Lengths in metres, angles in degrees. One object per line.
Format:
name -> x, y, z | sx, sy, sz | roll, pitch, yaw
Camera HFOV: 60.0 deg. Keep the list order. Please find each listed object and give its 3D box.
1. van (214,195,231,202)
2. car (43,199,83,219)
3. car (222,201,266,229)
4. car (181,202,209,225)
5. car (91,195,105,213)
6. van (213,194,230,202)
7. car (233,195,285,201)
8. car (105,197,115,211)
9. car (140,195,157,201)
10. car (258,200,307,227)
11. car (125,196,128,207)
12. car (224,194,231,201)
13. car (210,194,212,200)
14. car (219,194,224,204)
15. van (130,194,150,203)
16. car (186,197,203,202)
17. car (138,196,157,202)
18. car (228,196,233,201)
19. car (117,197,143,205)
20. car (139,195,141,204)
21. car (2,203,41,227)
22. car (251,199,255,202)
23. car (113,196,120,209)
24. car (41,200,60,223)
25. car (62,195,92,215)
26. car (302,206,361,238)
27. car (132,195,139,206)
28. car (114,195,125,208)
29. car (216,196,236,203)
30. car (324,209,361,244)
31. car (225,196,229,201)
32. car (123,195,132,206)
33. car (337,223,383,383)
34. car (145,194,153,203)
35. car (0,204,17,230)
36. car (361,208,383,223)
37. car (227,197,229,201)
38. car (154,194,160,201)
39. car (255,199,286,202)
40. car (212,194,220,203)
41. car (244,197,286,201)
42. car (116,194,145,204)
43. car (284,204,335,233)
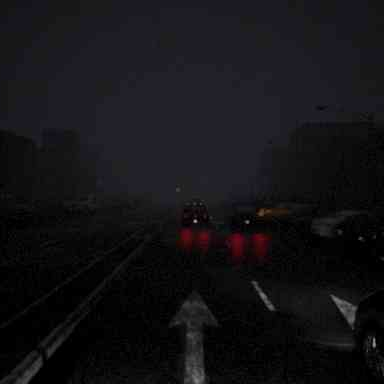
van -> 7.908, 1.655, 86.581 | 4.442, 1.987, 1.878 | 0, 0, 0
car -> -12.539, 1.587, 29.442 | 4.674, 1.452, 2.002 | 0, 0, 0
car -> 3.223, 1.559, 21.619 | 1.812, 1.442, 4.674 | 0, 0, 0
car -> 0.236, 1.642, 24.150 | 1.895, 1.301, 4.718 | 0, 0, 0
car -> -12.526, 1.320, 35.127 | 5.566, 2.045, 2.435 | 0, 0, 0
van -> 8.163, 1.677, 92.096 | 4.442, 1.987, 1.878 | 0, 0, 0
car -> 7.803, 1.331, 36.943 | 5.566, 2.045, 2.435 | 0, 0, 0
car -> -12.425, 1.629, 40.685 | 4.792, 1.488, 2.163 | 0, 0, 0
car -> -12.197, 1.755, 93.484 | 4.553, 1.767, 2.185 | 0, 0, 0
car -> 7.587, 1.515, 23.153 | 5.366, 1.575, 1.946 | 0, 0, 0
car -> -12.418, 1.677, 49.020 | 4.792, 1.488, 2.163 | 0, 0, 0
car -> 7.865, 1.571, 53.486 | 4.553, 1.767, 2.185 | 0, 0, 0
car -> 8.043, 1.619, 83.823 | 5.566, 2.045, 2.435 | 0, 0, 0
car -> 7.878, 1.465, 56.245 | 5.566, 2.045, 2.435 | 0, 0, 0
van -> -12.348, 1.590, 79.589 | 4.442, 1.987, 1.878 | 0, 0, 0
car -> 0.310, 1.486, 41.925 | 2.097, 1.767, 4.553 | 0, 0, 0
car -> -12.173, 1.868, 90.704 | 5.008, 1.535, 2.097 | 0, 0, 0
car -> 7.858, 1.636, 45.213 | 5.008, 1.535, 2.097 | 0, 0, 0
car -> -12.267, 1.774, 65.689 | 4.792, 1.488, 2.163 | 0, 0, 0
car -> -12.316, 1.714, 60.130 | 4.892, 1.521, 2.231 | 0, 0, 0
car -> -12.635, 1.547, 21.107 | 4.792, 1.488, 2.163 | 0, 0, 0
car -> 7.828, 1.570, 28.670 | 4.792, 1.488, 2.163 | 0, 0, 0
car -> -12.403, 1.645, 43.462 | 4.792, 1.488, 2.163 | 0, 0, 0
car -> -12.592, 1.528, 23.887 | 4.892, 1.521, 2.231 | 0, 0, 0
car -> -12.551, 1.433, 32.313 | 4.553, 1.767, 2.185 | 0, 0, 0
car -> 7.722, 1.535, 14.917 | 4.674, 1.452, 2.002 | 0, 0, 0
car -> -12.340, 1.697, 57.351 | 5.008, 1.535, 2.097 | 0, 0, 0
car -> -12.596, 1.628, 46.244 | 5.366, 1.575, 1.946 | 0, 0, 0
car -> 8.023, 1.720, 78.183 | 4.553, 1.767, 2.185 | 0, 0, 0
car -> 7.737, 1.518, 12.123 | 4.792, 1.488, 2.163 | 0, 0, 0
car -> 7.883, 1.717, 50.857 | 4.674, 1.452, 2.002 | 0, 0, 0
car -> -12.374, 1.664, 51.675 | 5.008, 1.535, 2.097 | 0, 0, 0
car -> 3.111, 1.352, 2.396 | 2.097, 1.767, 4.553 | 0, 0, 0
car -> -12.238, 1.803, 76.807 | 4.892, 1.521, 2.231 | 0, 0, 0
car -> -12.625, 1.550, 18.328 | 4.674, 1.452, 2.002 | 0, 0, 0
car -> 7.661, 1.360, 9.367 | 4.553, 1.767, 2.185 | 0, 0, 0
car -> 7.872, 1.696, 47.969 | 4.674, 1.452, 2.002 | 0, 0, 0
car -> -12.006, 1.852, 87.924 | 5.366, 1.575, 1.946 | 0, 0, 0
car -> 7.974, 1.525, 25.914 | 5.366, 1.575, 1.946 | 0, 0, 0
car -> 8.010, 1.582, 75.548 | 5.566, 2.045, 2.435 | 0, 0, 0
car -> 7.995, 1.550, 31.428 | 5.366, 1.575, 1.946 | 0, 0, 0
car -> -12.281, 1.477, 62.911 | 5.566, 2.045, 2.435 | 0, 0, 0
car -> 7.711, 1.531, 17.639 | 4.792, 1.488, 2.163 | 0, 0, 0
